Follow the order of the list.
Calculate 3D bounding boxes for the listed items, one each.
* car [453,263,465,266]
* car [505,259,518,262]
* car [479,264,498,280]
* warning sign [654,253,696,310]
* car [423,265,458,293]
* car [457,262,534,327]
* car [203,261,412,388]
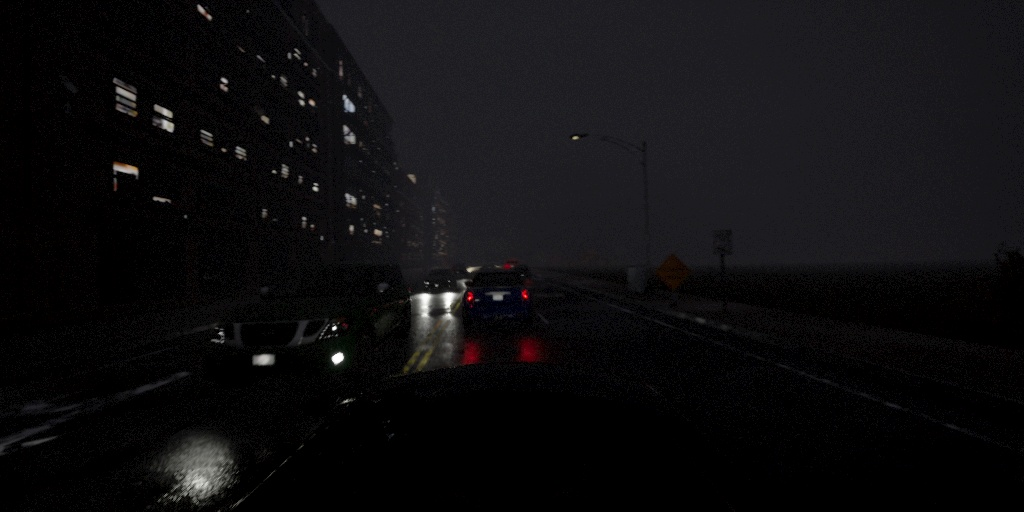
[{"bbox_3d":[-6.044,1.547,41.242,1.837,1.490,4.892,-2,-1,-4],"label":"car"},{"bbox_3d":[-0.094,1.473,49.355,2.150,2.045,5.566,-2,0,-4],"label":"car"},{"bbox_3d":[-2.567,1.692,39.307,1.882,1.535,5.008,-2,0,-4],"label":"car"},{"bbox_3d":[5.494,0.824,12.149,1.300,1.860,1.060,0,0,-4],"label":"warning sign"},{"bbox_3d":[-4.929,1.633,24.943,1.837,1.490,4.892,-2,0,-4],"label":"car"},{"bbox_3d":[-0.554,1.228,12.328,2.097,1.767,4.553,-2,-1,-4],"label":"car"},{"bbox_3d":[-3.679,1.135,7.769,2.150,2.045,5.566,-2,-1,-4],"label":"car"}]
